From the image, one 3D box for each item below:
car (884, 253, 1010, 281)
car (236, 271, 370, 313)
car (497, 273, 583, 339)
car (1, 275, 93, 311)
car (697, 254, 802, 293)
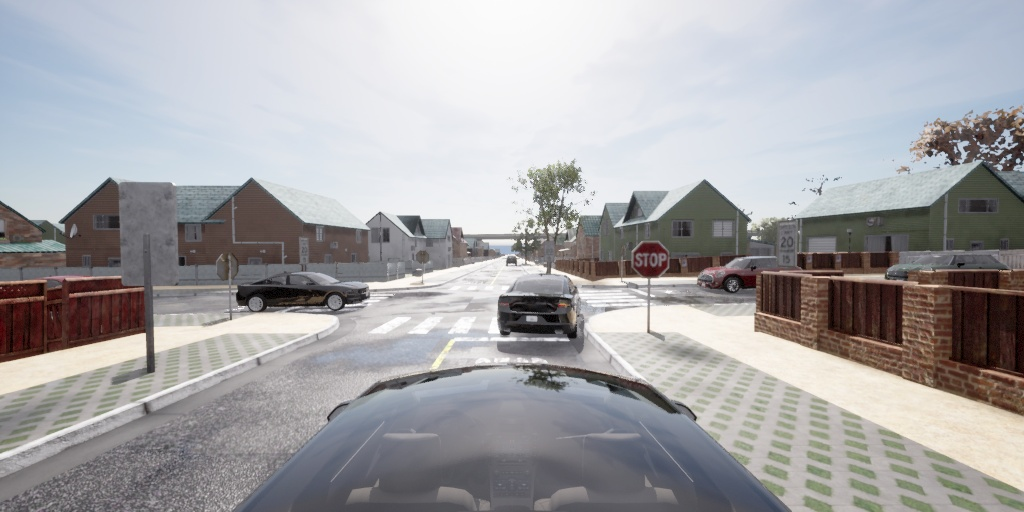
[{"bbox_3d":[21.683,0.645,17.976,4.553,1.767,2.097,-1,2,0],"label":"car"},{"bbox_3d":[-8.484,1.376,14.786,5.008,1.535,1.882,-1,2,0],"label":"car"},{"bbox_3d":[0.948,1.224,10.270,1.882,1.535,5.008,0,0,12],"label":"car"},{"bbox_3d":[-18.036,1.546,14.712,5.008,1.535,1.882,-1,2,0],"label":"car"},{"bbox_3d":[11.788,0.820,17.893,4.553,1.767,2.097,-1,2,0],"label":"car"}]
